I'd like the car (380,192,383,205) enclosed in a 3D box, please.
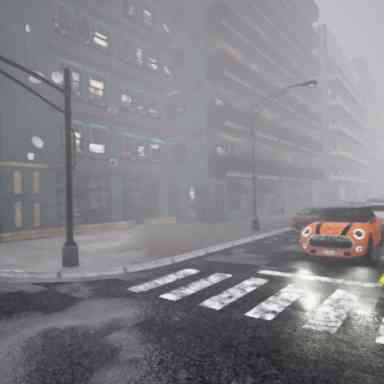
[{"bbox_3d":[29.580,0.976,49.579,2.192,1.841,5.009,-2,-1,36],"label":"car"}]

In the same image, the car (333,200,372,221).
[{"bbox_3d":[12.930,1.433,26.670,2.008,1.369,4.403,-2,0,36],"label":"car"}]

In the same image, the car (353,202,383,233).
[{"bbox_3d":[10.878,1.386,19.451,1.812,1.442,4.674,-2,-1,36],"label":"car"}]

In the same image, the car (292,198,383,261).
[{"bbox_3d":[5.570,1.286,12.168,2.097,1.767,4.553,-2,-1,36],"label":"car"}]

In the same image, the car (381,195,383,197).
[{"bbox_3d":[19.593,1.358,35.833,1.947,1.339,4.313,-2,0,36],"label":"car"}]

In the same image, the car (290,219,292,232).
[{"bbox_3d":[6.916,1.511,18.552,1.887,1.381,4.507,-2,0,36],"label":"car"}]
